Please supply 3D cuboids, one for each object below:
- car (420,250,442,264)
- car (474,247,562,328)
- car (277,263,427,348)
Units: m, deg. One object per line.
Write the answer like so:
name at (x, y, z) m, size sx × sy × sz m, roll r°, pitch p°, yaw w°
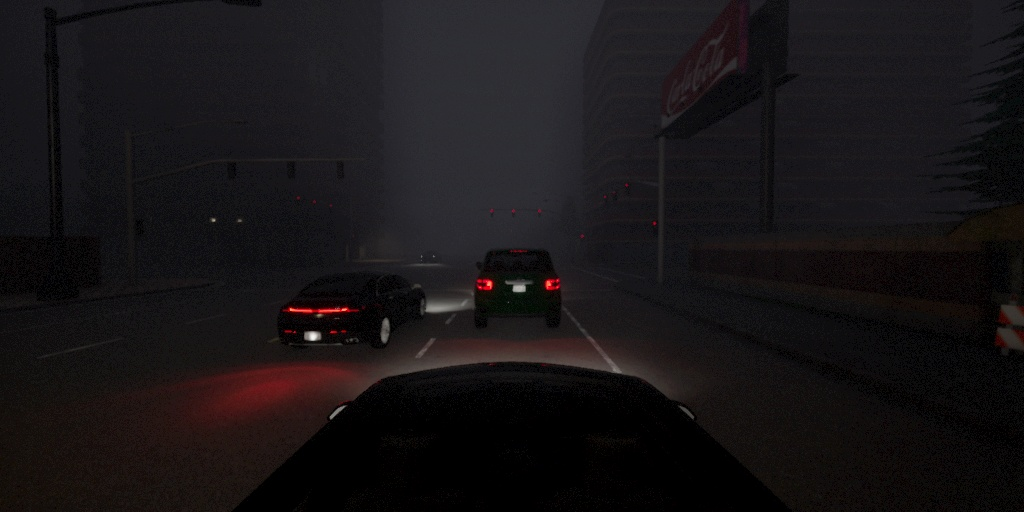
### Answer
car at (-10.512, 0.055, 46.734) m, size 2.097 × 1.767 × 4.553 m, roll 0°, pitch 1°, yaw 0°
car at (0.087, 0.762, 10.721) m, size 2.150 × 2.045 × 5.566 m, roll 0°, pitch 1°, yaw -2°
car at (-3.446, 1.093, 8.672) m, size 1.837 × 1.490 × 4.892 m, roll 0°, pitch 1°, yaw 1°
